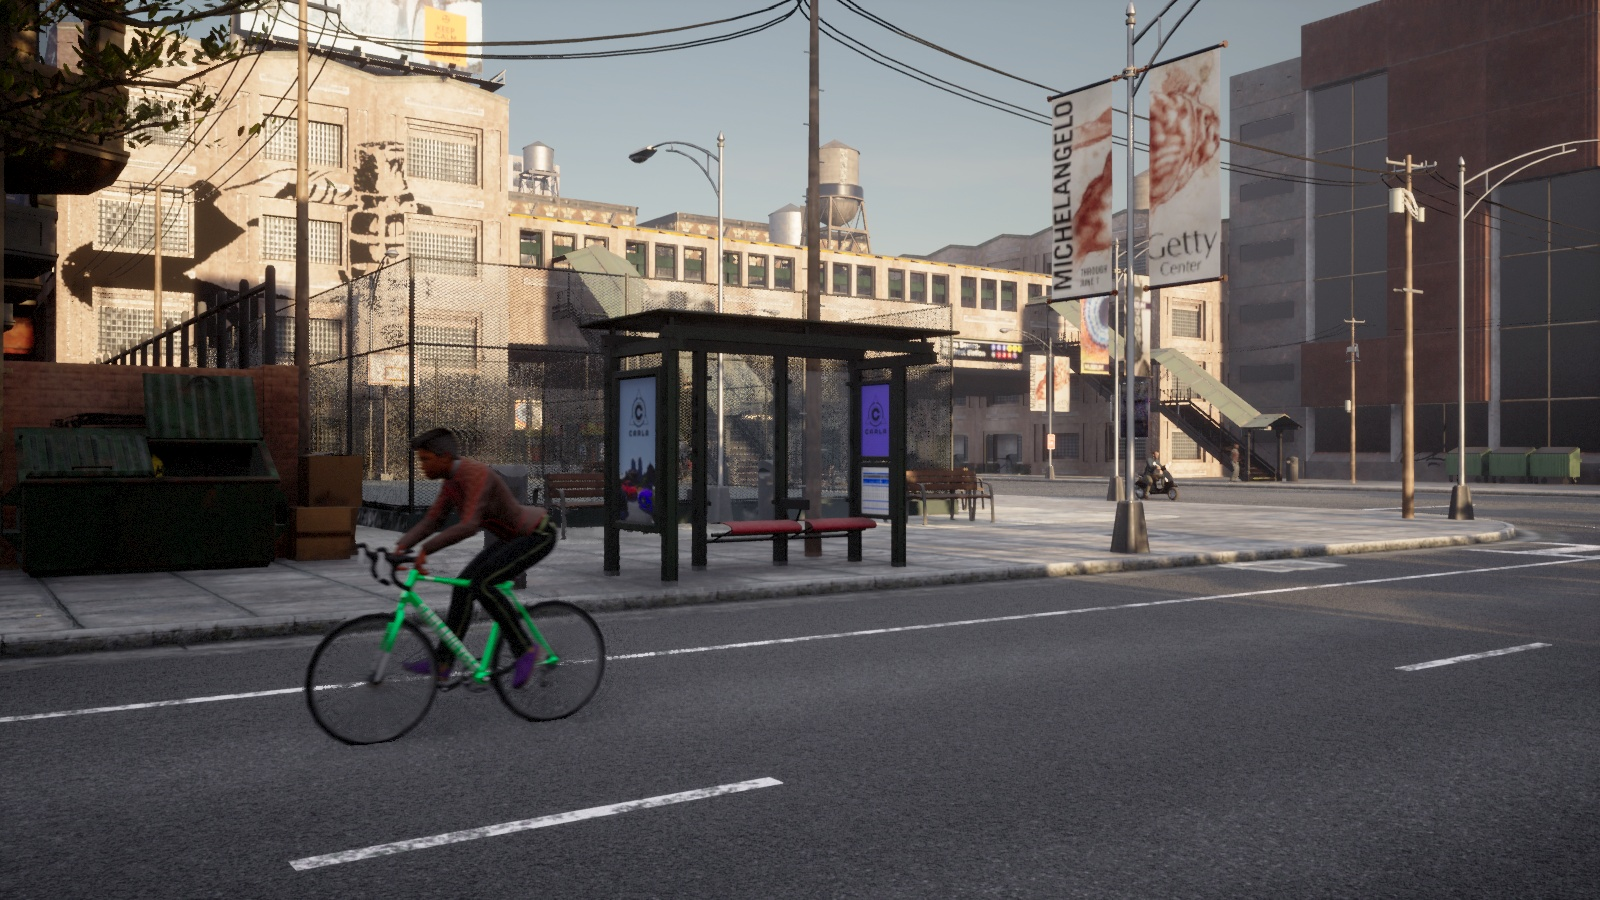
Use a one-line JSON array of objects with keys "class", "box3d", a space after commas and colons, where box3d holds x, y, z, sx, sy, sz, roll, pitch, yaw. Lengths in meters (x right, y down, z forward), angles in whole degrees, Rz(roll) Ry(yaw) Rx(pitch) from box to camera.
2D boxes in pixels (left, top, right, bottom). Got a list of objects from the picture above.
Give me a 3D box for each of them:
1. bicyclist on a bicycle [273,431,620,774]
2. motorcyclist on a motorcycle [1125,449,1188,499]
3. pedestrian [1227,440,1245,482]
[{"class": "bicyclist on a bicycle", "box3d": [-1.840, 0.718, 6.645, 1.656, 1.620, 0.582, 0, 0, -35]}, {"class": "motorcyclist on a motorcycle", "box3d": [11.545, 0.773, 40.714, 0.866, 1.590, 1.817, 0, 0, -34]}, {"class": "pedestrian", "box3d": [20.064, 0.500, 57.807, 0.402, 1.930, 0.666, 0, 0, -35]}]
